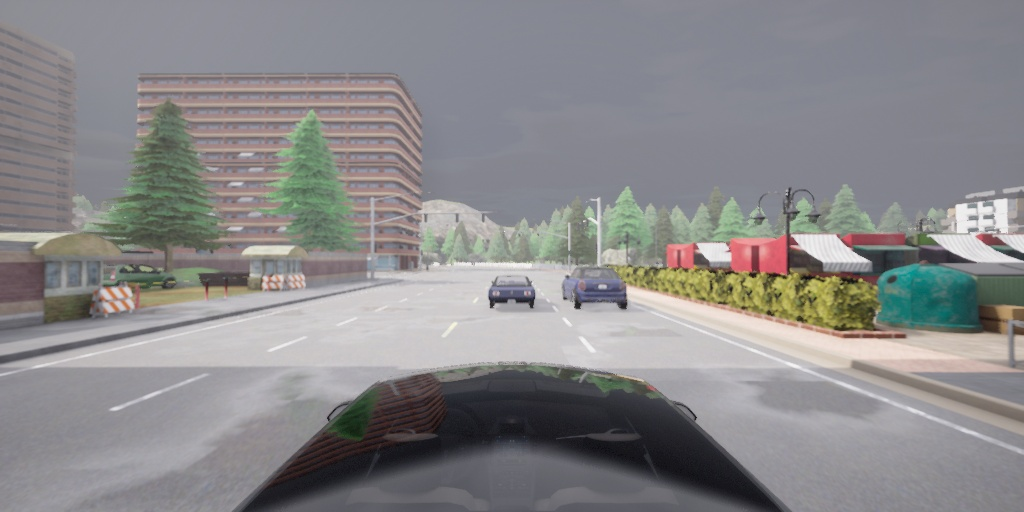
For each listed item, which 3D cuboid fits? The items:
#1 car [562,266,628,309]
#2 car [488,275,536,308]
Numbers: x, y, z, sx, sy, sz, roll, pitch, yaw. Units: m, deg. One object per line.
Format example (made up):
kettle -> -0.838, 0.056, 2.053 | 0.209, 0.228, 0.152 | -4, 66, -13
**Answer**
car -> 3.494, 1.233, 15.936 | 2.097, 1.767, 4.553 | 0, -1, 0
car -> -0.007, 1.484, 15.956 | 1.895, 1.301, 4.718 | 0, 0, 0
